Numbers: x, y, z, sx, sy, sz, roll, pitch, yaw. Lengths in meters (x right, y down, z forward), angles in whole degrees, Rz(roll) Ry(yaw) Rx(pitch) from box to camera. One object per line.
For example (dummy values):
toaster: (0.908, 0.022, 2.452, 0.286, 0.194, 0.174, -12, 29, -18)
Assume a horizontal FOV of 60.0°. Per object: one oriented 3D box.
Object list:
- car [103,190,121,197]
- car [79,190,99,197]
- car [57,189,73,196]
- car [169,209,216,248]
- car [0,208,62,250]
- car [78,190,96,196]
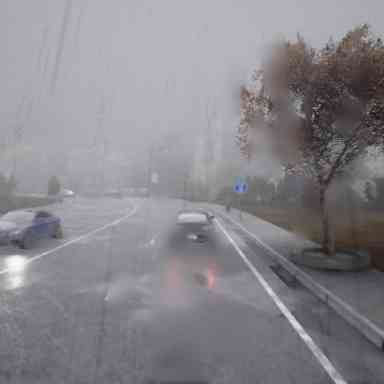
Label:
car: (-17.260, 0.350, 71.900, 5.008, 1.535, 1.882, 2, 1, 43)
car: (-21.945, 0.331, 71.662, 4.902, 1.511, 2.128, 2, 1, 43)
car: (-29.797, 0.099, 78.114, 4.674, 1.442, 1.812, 1, 1, 33)
car: (0.016, 1.456, 14.379, 1.812, 1.442, 4.674, 0, 1, 0)
car: (-7.077, 1.450, 14.109, 1.812, 1.442, 4.674, 0, 0, 0)
car: (-24.933, 0.152, 78.955, 4.181, 1.385, 1.994, 1, 1, 33)
